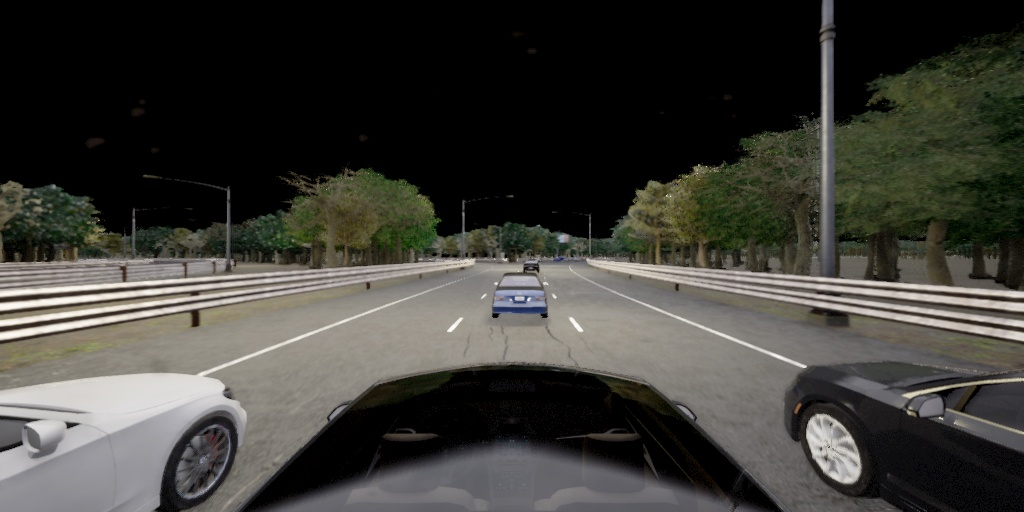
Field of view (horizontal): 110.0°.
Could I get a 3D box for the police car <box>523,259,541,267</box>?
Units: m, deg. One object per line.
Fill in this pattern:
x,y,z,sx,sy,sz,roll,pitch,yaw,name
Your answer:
2.452,1.173,44.033,1.930,1.638,5.238,0,0,6,police car

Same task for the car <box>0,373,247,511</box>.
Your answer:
-3.369,1.273,1.352,1.812,1.442,4.674,0,0,0,car

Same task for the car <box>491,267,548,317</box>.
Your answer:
0.302,1.298,13.059,2.033,1.411,5.357,0,0,2,car

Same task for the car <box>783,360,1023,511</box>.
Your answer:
3.632,1.258,1.591,1.837,1.490,4.892,0,0,0,car
